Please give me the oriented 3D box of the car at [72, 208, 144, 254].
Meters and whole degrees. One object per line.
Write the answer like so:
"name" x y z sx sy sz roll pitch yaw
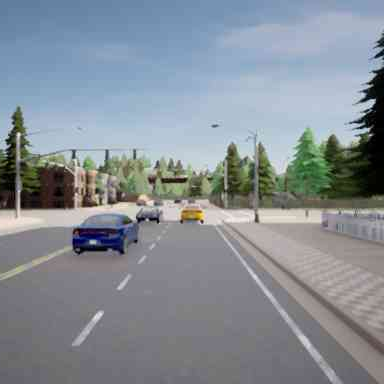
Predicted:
"car" -3.483 1.639 14.223 1.882 1.535 5.008 0 0 0

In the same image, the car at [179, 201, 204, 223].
"car" 0.019 1.808 29.217 1.882 1.535 5.008 0 0 1

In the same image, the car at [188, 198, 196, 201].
"car" -0.033 2.321 83.885 2.128 1.511 4.902 0 -1 0

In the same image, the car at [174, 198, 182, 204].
"car" -3.533 2.296 83.884 1.837 1.490 4.892 0 -1 0

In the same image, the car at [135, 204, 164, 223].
"car" -3.493 1.921 28.228 1.895 1.301 4.718 0 -1 0

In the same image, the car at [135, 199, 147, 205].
"car" -10.527 2.278 68.989 1.837 1.490 4.892 0 -1 0

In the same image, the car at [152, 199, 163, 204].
"car" -7.027 2.278 68.984 1.837 1.490 4.892 0 -1 0
